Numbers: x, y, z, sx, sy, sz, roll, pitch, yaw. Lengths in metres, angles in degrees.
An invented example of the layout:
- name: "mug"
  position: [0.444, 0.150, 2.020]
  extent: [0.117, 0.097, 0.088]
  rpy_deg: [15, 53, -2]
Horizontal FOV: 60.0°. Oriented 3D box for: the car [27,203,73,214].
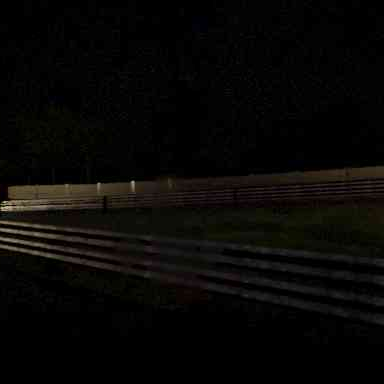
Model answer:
- name: "car"
  position: [-14.601, 1.511, 34.228]
  extent: [4.718, 1.301, 1.895]
  rpy_deg: [-2, -1, 16]
